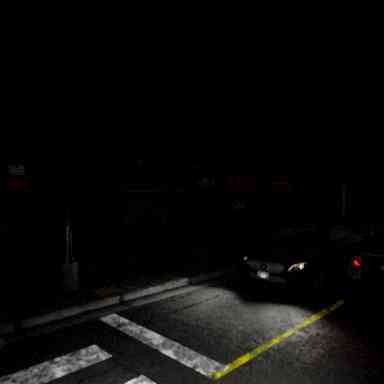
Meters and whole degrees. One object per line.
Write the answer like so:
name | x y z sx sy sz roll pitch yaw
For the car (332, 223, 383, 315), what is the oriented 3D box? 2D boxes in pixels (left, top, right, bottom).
car | 4.861 1.372 6.690 4.553 1.767 2.097 0 -1 -45

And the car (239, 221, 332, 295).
car | 3.196 1.566 9.051 1.812 1.442 4.674 -1 0 44
